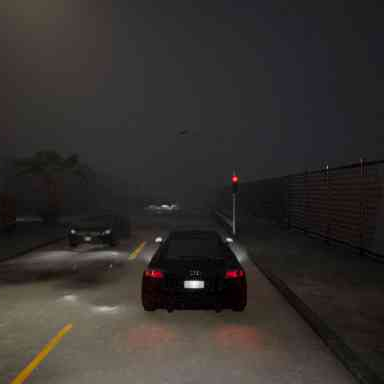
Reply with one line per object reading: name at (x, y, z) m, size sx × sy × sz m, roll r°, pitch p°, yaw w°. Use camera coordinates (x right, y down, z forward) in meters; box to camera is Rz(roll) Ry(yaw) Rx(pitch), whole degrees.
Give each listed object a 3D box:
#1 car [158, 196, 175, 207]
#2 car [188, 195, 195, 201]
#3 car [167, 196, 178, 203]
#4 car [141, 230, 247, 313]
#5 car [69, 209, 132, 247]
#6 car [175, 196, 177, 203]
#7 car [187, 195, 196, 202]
car at (-4.189, 1.478, 51.780) m, size 1.882 × 1.535 × 5.008 m, roll 0°, pitch 0°, yaw 0°
car at (-0.162, 1.524, 85.717) m, size 1.812 × 1.442 × 4.674 m, roll 0°, pitch 0°, yaw 0°
car at (-4.134, 1.540, 71.354) m, size 2.033 × 1.411 × 5.357 m, roll 0°, pitch 0°, yaw 0°
car at (0.049, 1.564, 7.746) m, size 1.994 × 1.385 × 4.181 m, roll 0°, pitch 0°, yaw 0°
car at (-3.958, 1.526, 15.091) m, size 1.812 × 1.442 × 4.674 m, roll 0°, pitch 0°, yaw 1°
car at (-4.179, 1.491, 61.045) m, size 2.128 × 1.511 × 4.902 m, roll 0°, pitch 0°, yaw 0°
car at (-0.141, 1.524, 75.476) m, size 1.812 × 1.442 × 4.674 m, roll 0°, pitch 0°, yaw 0°
